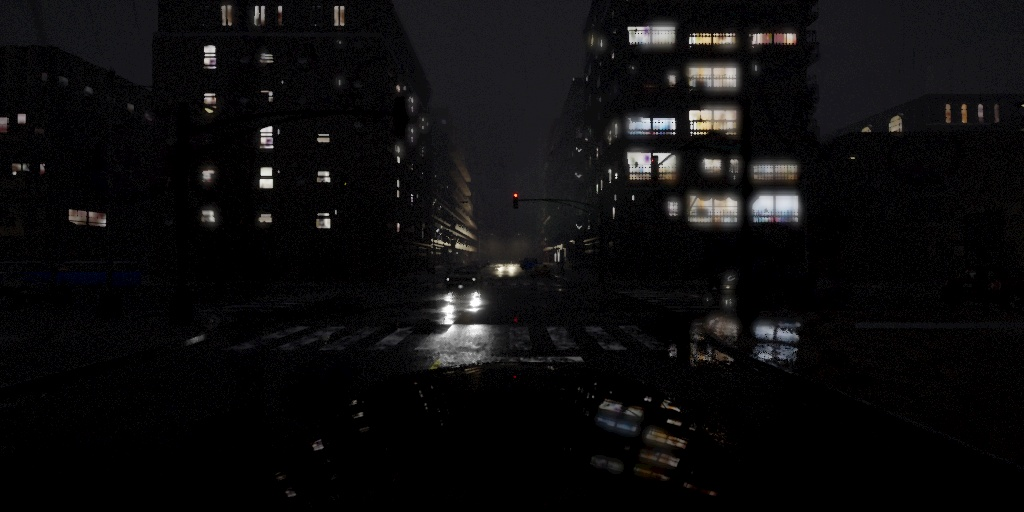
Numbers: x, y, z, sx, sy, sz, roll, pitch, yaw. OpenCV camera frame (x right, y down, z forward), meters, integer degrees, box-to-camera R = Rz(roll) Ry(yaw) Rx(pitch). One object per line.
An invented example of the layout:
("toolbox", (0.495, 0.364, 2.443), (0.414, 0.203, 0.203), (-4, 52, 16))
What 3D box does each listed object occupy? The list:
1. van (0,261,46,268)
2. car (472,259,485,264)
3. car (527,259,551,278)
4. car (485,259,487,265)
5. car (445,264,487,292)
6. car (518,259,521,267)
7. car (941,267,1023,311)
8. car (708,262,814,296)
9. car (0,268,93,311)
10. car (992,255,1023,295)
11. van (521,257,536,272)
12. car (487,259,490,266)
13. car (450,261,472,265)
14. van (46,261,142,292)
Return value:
("van", (-30.452, 1.201, 21.653), (3.998, 1.789, 1.690), (0, 0, 1))
("car", (-5.445, 1.367, 52.963), (1.802, 1.307, 4.207), (0, 0, 0))
("car", (2.615, 1.290, 33.555), (1.751, 1.417, 4.829), (0, 0, 0))
("car", (-5.459, 1.318, 58.451), (1.751, 1.417, 4.829), (0, 0, 0))
("car", (-2.800, 1.359, 21.768), (1.895, 1.301, 4.718), (0, 0, 0))
("car", (2.436, 1.100, 53.041), (2.192, 1.841, 5.009), (0, 0, 0))
("car", (18.660, 1.103, 13.132), (4.097, 1.591, 1.967), (0, 0, 1))
("car", (12.740, 1.096, 18.589), (4.553, 1.767, 2.097), (0, -1, -1))
("car", (-19.367, 1.290, 13.628), (4.403, 1.370, 2.007), (0, 0, 1))
("car", (29.007, 0.926, 18.413), (5.566, 2.045, 2.150), (-1, -1, 2))
("van", (2.483, 1.119, 47.388), (1.690, 1.789, 3.998), (0, 0, 0))
("car", (-5.473, 1.382, 64.279), (1.802, 1.307, 4.207), (0, 0, 0))
("car", (-5.531, 1.317, 35.990), (2.007, 1.370, 4.403), (0, 0, 0))
("van", (-24.858, 1.191, 21.580), (3.998, 1.789, 1.690), (0, 0, 1))
